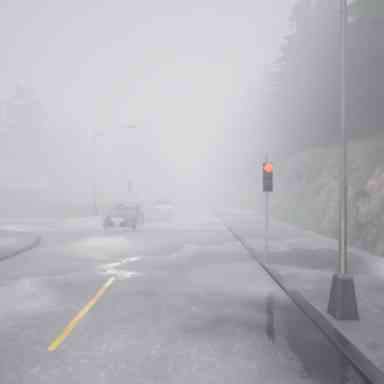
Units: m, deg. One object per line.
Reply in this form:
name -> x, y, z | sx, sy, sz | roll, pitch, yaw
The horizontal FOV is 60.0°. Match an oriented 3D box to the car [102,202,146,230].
car -> -3.969, 1.369, 19.984 | 2.128, 1.511, 4.902 | 0, 0, 0

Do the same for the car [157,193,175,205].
car -> -3.924, 1.241, 48.019 | 1.994, 1.385, 4.181 | 0, 1, 0

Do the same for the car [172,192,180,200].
car -> -3.884, 0.799, 74.359 | 2.097, 1.767, 4.553 | 0, 0, 0
